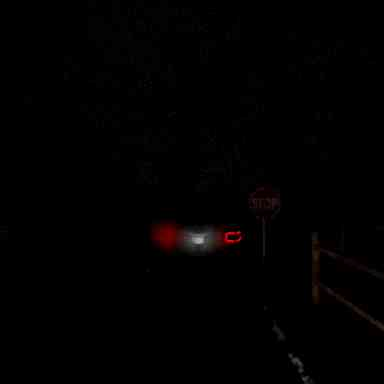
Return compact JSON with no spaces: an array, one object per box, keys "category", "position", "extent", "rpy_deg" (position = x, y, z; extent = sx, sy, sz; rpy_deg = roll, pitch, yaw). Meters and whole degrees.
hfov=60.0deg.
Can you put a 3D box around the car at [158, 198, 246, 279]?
[{"category":"car","position":[0.468,1.200,10.221],"extent":[2.150,2.045,5.566],"rpy_deg":[0,0,7]}]
